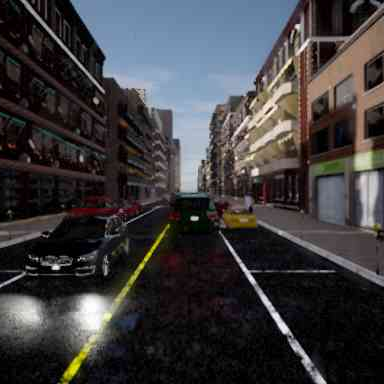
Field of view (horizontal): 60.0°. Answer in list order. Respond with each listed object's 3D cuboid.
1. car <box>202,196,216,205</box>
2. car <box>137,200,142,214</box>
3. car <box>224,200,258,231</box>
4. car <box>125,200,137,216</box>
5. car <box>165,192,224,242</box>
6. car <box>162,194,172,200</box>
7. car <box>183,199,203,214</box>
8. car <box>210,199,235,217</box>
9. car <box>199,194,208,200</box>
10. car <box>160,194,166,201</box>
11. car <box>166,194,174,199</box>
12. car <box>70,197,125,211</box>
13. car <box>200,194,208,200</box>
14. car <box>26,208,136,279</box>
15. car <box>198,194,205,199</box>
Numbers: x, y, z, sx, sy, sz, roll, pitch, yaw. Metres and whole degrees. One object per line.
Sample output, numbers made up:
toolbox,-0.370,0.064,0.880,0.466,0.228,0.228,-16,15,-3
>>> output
car,2.710,1.293,53.274,2.008,1.369,4.403,0,0,0
car,-5.679,1.396,30.738,1.887,1.381,4.507,0,0,0
car,2.697,1.431,19.628,1.752,1.417,4.829,0,0,0
car,-5.681,1.319,25.100,1.967,1.590,4.097,0,0,0
car,0.106,1.144,16.073,2.150,2.045,5.566,0,0,0
car,-5.663,1.180,75.826,2.008,1.369,4.403,0,0,0
car,0.111,1.437,34.046,1.895,1.301,4.718,0,0,0
car,2.701,1.397,30.730,1.887,1.381,4.507,0,0,0
car,2.721,1.168,81.455,1.947,1.339,4.313,0,0,0
car,-5.664,1.208,70.190,2.008,1.369,4.403,0,0,0
car,-5.658,1.118,87.099,1.887,1.381,4.507,0,0,0
car,-5.682,1.221,19.464,2.192,1.841,5.009,0,0,0
car,2.719,1.155,75.989,1.752,1.417,4.829,0,0,0
car,-3.096,1.456,9.988,1.837,1.490,4.892,0,0,0
car,2.725,1.128,92.728,1.802,1.307,4.206,0,0,0
